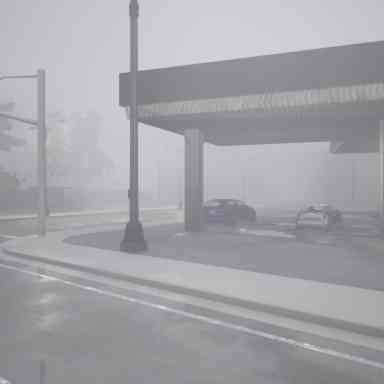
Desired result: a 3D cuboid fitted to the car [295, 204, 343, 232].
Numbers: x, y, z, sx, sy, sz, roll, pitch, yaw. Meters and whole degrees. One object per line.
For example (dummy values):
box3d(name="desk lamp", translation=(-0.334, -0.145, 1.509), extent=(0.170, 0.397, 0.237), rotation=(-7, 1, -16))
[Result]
box3d(name="car", translation=(7.664, 1.456, 19.829), extent=(1.970, 1.475, 3.806), rotation=(0, 0, 37))

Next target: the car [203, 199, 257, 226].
box3d(name="car", translation=(2.590, 1.295, 22.629), extent=(2.242, 1.667, 4.611), rotation=(0, 0, 37))
